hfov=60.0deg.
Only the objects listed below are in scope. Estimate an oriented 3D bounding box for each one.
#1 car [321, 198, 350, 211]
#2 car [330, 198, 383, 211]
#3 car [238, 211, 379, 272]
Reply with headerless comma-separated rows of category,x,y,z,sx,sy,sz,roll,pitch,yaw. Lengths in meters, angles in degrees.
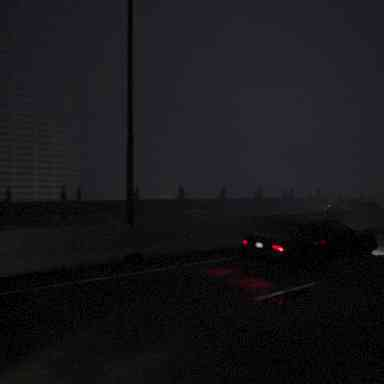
car,14.900,1.355,31.799,4.553,1.767,2.097,0,0,-35
car,13.460,1.507,26.478,4.892,1.490,1.837,0,0,-35
car,3.938,1.548,10.851,5.357,1.411,2.033,0,0,-35
